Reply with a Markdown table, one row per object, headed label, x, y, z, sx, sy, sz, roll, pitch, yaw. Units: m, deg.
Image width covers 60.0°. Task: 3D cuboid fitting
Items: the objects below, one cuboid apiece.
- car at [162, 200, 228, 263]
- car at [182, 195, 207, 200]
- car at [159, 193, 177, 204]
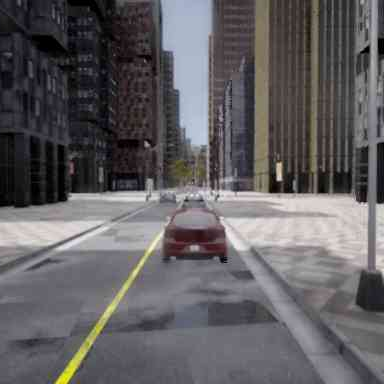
| label | x | y | z | sx | sy | sz | roll | pitch | yaw |
| --- | --- | --- | --- | --- | --- | --- | --- | --- | --- |
| car | 0.108 | 1.262 | 11.196 | 1.882 | 1.535 | 5.008 | 0 | 1 | 1 |
| car | 0.185 | 0.957 | 27.681 | 2.128 | 1.511 | 4.902 | 0 | 1 | 1 |
| car | -2.910 | 0.768 | 41.008 | 1.994 | 1.385 | 4.181 | 0 | 1 | 1 |
